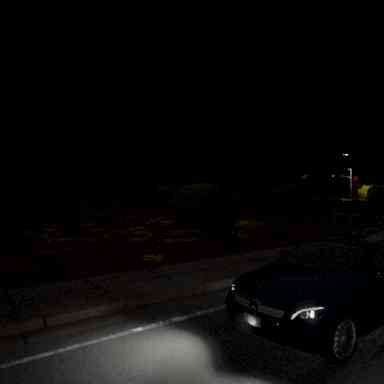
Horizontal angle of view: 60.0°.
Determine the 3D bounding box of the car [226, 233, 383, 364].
[{"bbox_3d":[2.728,1.509,5.947,4.674,1.442,1.812,0,0,-36],"label":"car"}]
